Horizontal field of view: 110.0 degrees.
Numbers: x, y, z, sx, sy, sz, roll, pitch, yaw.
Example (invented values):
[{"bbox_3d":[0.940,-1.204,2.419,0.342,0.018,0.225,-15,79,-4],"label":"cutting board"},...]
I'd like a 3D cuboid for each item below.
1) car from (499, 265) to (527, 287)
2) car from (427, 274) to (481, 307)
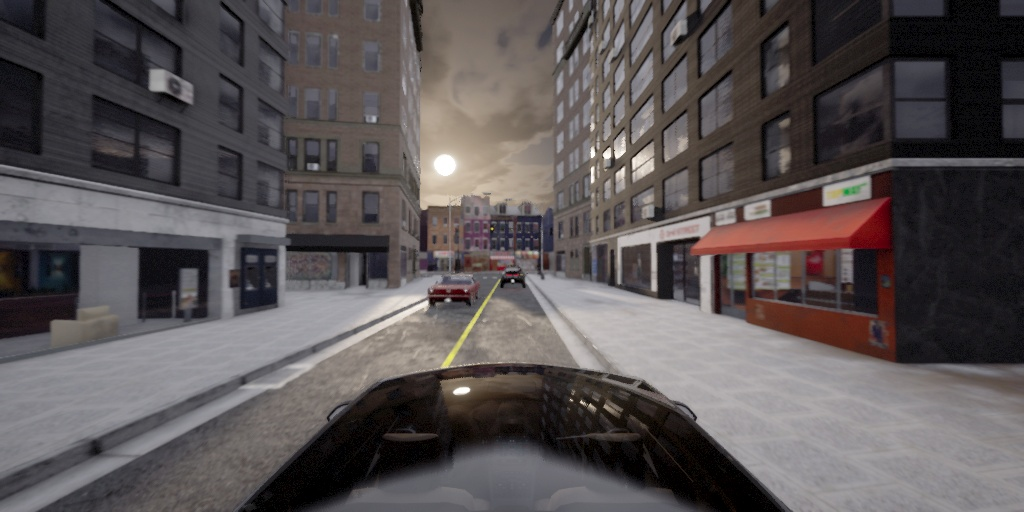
[{"bbox_3d":[0.093,1.565,27.560,1.837,1.490,4.892,0,-2,1],"label":"car"},{"bbox_3d":[-2.593,1.535,16.830,1.895,1.301,4.718,0,-1,0],"label":"car"}]
